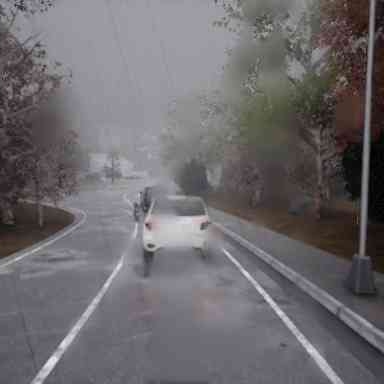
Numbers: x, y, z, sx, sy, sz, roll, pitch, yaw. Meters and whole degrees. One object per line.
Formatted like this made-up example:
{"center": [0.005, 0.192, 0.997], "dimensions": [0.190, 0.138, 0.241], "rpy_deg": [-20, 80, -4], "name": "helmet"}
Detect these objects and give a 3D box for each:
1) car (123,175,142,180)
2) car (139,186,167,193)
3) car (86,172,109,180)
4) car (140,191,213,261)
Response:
{"center": [-14.757, -3.687, 82.533], "dimensions": [4.718, 1.301, 1.895], "rpy_deg": [2, 6, 25], "name": "car"}
{"center": [-3.339, 0.515, 29.163], "dimensions": [2.150, 2.045, 5.566], "rpy_deg": [-1, 3, -13], "name": "car"}
{"center": [-23.241, -3.890, 81.325], "dimensions": [5.566, 2.045, 2.150], "rpy_deg": [-1, 5, -2], "name": "car"}
{"center": [-0.586, 1.119, 12.111], "dimensions": [2.150, 2.045, 5.566], "rpy_deg": [-1, 0, -5], "name": "car"}
